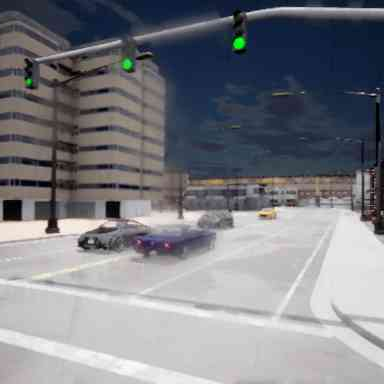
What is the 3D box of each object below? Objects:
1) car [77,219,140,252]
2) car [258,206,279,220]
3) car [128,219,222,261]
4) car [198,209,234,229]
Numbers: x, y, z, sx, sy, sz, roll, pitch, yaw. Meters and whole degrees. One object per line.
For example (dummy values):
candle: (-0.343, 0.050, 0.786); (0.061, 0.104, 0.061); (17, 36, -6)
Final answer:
car: (-3.605, 2.065, 16.411); (1.994, 1.385, 4.181); (0, -2, 24)
car: (10.912, 3.126, 48.065); (1.882, 1.535, 5.008); (0, -2, 25)
car: (-0.523, 2.075, 14.491); (1.895, 1.301, 4.718); (0, -2, 24)
car: (2.091, 2.305, 28.914); (2.097, 1.767, 4.553); (0, -2, 25)
